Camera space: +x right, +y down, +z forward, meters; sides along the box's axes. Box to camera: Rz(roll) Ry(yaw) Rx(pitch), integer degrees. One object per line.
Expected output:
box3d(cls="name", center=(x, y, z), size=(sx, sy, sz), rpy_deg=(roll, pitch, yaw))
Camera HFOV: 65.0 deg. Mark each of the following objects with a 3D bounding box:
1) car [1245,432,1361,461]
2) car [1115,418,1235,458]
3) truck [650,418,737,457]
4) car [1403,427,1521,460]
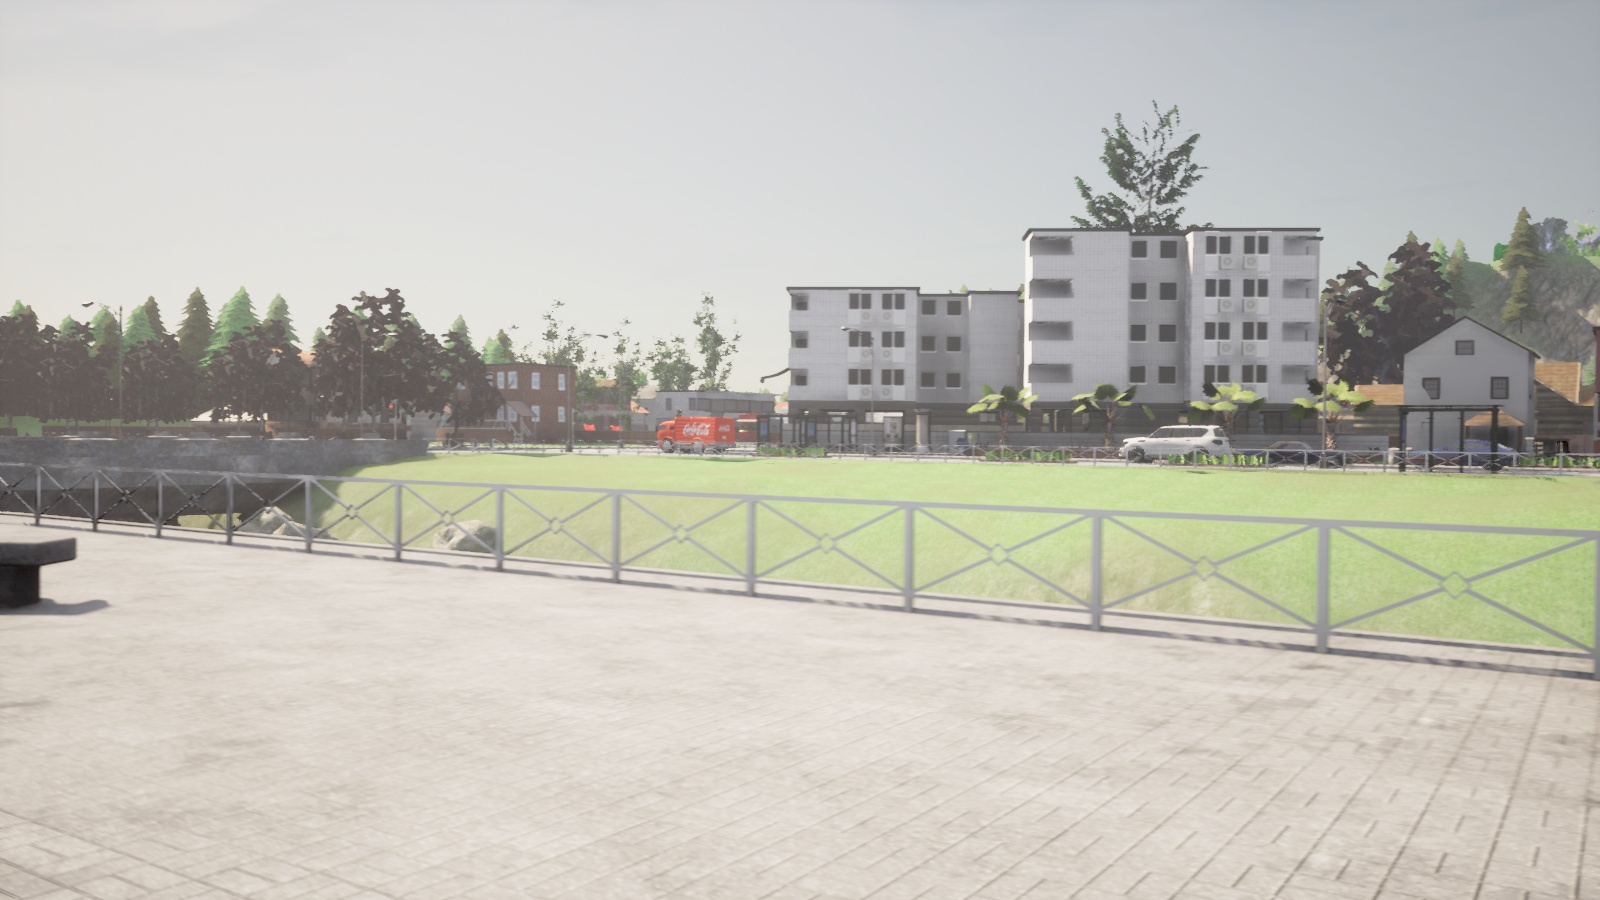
box3d(cls="car", center=(23.232, -0.171, 58.065), size=(4.718, 1.301, 1.895), rpy_deg=(0, 1, 34))
box3d(cls="car", center=(19.485, -0.618, 65.351), size=(5.566, 2.045, 2.150), rpy_deg=(0, 1, 34))
box3d(cls="truck", center=(-7.041, -0.824, 82.978), size=(5.204, 2.467, 2.627), rpy_deg=(0, 1, 34))
box3d(cls="car", center=(30.541, -0.311, 58.009), size=(4.674, 1.442, 1.812), rpy_deg=(0, 1, 34))
